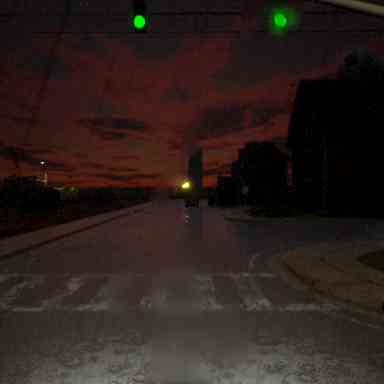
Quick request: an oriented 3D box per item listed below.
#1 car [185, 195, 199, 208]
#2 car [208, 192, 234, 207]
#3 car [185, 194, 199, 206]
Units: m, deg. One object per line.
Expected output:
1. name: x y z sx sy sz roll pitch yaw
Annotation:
1. car: 0.033 1.441 45.518 2.033 1.411 5.357 -1 -1 0
2. car: 4.153 1.078 47.831 1.905 1.878 3.866 -8 3 -42
3. car: -0.010 1.289 55.258 2.097 1.767 4.553 0 0 0
